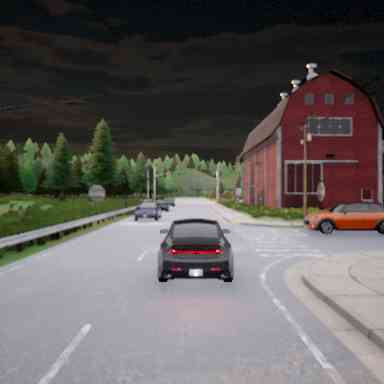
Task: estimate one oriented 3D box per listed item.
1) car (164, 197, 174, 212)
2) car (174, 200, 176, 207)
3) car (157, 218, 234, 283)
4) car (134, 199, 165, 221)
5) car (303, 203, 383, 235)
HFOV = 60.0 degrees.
[{"bbox_3d":[-3.601,1.607,39.155,2.033,1.411,5.357,0,0,0],"label":"car"},{"bbox_3d":[-3.592,1.585,51.764,1.837,1.490,4.892,0,0,0],"label":"car"},{"bbox_3d":[0.091,1.519,9.670,1.837,1.490,4.892,0,0,0],"label":"car"},{"bbox_3d":[-3.602,1.568,27.796,1.812,1.442,4.674,0,0,0],"label":"car"},{"bbox_3d":[8.640,1.381,18.638,4.553,1.767,2.097,0,0,3],"label":"car"}]
